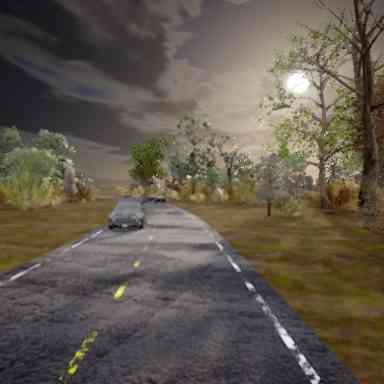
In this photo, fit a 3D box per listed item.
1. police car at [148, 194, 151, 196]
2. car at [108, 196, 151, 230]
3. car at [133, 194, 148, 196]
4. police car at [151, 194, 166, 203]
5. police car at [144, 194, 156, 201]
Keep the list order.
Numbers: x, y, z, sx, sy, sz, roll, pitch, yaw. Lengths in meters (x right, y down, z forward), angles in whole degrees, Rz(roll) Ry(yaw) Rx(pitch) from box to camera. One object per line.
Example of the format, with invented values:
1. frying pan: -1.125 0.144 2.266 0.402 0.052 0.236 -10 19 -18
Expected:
1. police car: -8.592 1.333 74.335 1.930 1.638 5.238 0 0 -14
2. car: -3.975 1.328 21.116 2.097 1.767 4.553 0 0 -4
3. car: -9.726 1.496 61.955 1.994 1.385 4.181 0 0 -11
4. police car: -6.257 1.344 64.530 1.930 1.638 5.238 0 0 -12
5. police car: -10.148 1.327 80.179 1.930 1.638 5.238 0 0 -15
